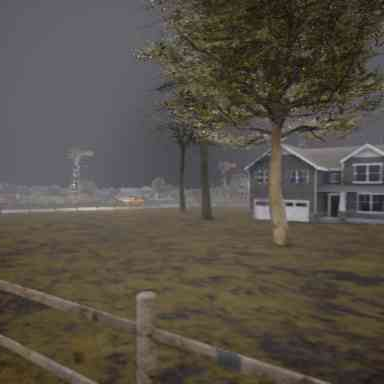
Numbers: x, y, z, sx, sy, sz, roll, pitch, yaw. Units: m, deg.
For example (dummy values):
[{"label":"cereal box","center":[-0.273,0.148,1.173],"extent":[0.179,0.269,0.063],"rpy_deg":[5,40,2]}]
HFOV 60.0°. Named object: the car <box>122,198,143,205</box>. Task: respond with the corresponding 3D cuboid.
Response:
[{"label":"car","center":[-12.305,1.924,68.665],"extent":[1.882,1.535,5.008],"rpy_deg":[1,0,36]}]
